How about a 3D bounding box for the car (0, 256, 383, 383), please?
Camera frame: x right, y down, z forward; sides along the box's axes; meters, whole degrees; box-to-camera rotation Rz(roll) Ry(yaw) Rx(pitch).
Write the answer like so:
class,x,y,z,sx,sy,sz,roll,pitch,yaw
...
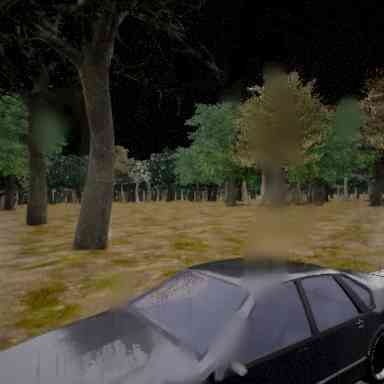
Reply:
class,x,y,z,sx,sy,sz,roll,pitch,yaw
car,0.627,1.545,3.821,5.357,1.411,2.033,0,0,-35
